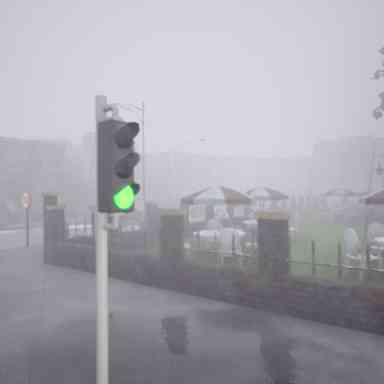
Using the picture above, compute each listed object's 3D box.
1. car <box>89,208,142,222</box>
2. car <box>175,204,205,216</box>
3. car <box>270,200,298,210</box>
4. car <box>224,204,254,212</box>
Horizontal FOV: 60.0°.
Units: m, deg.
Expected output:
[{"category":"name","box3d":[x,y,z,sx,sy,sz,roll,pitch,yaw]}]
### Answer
[{"category":"car","box3d":[-5.850,1.710,25.862,1.994,1.385,4.181,-1,0,35]},{"category":"car","box3d":[0.021,1.651,34.123,1.837,1.490,4.892,-1,0,35]},{"category":"car","box3d":[11.946,1.710,42.062,4.718,1.301,1.895,0,0,-38]},{"category":"car","box3d":[6.039,1.624,42.401,1.882,1.535,5.008,-1,0,42]}]
